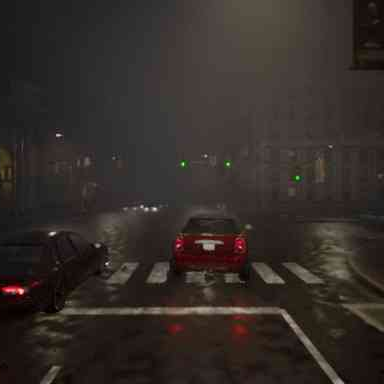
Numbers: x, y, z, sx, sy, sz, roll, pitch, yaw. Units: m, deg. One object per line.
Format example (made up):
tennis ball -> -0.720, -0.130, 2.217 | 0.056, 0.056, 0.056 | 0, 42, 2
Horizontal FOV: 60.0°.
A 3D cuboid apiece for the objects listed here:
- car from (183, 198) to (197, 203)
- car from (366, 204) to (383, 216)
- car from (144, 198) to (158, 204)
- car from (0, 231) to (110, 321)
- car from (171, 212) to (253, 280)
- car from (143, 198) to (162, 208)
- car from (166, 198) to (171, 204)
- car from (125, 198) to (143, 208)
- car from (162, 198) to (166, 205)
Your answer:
car -> -0.473, 2.233, 86.932 | 2.033, 1.411, 5.357 | 0, 0, 22
car -> 21.978, 1.835, 36.164 | 5.357, 1.411, 2.033 | 0, 0, 0
car -> -9.731, 2.162, 79.791 | 2.128, 1.511, 4.902 | 0, 0, 10
car -> -3.410, 1.610, 7.693 | 2.033, 1.411, 5.357 | 0, 0, 0
car -> 0.813, 1.436, 10.559 | 2.097, 1.767, 4.553 | 0, -1, 10
car -> -7.035, 2.075, 59.470 | 1.895, 1.301, 4.718 | 0, 0, 0
car -> -6.195, 2.159, 79.660 | 1.812, 1.442, 4.674 | 0, 0, 10
car -> -10.535, 1.825, 59.262 | 2.097, 1.767, 4.553 | 0, 0, 0
car -> -7.041, 2.033, 69.584 | 1.882, 1.535, 5.008 | 0, 0, 0
